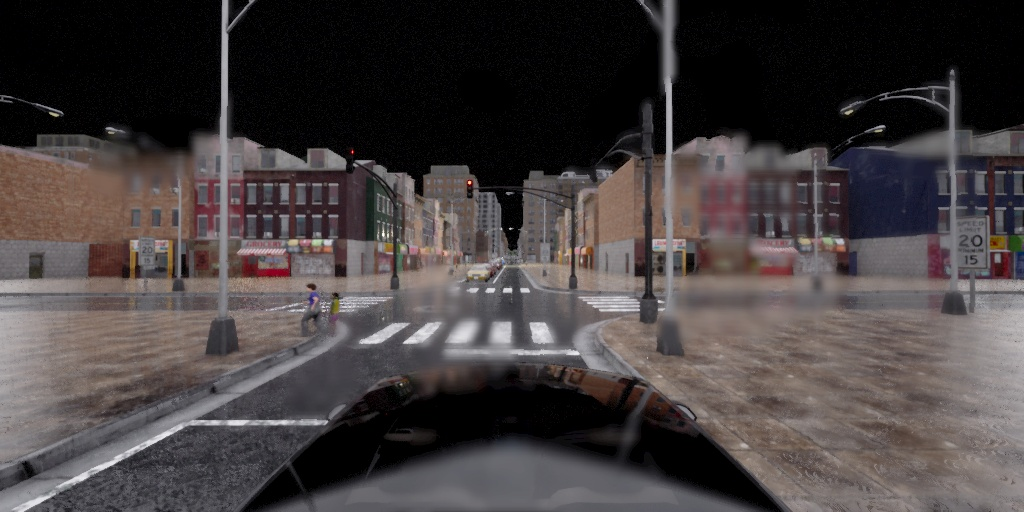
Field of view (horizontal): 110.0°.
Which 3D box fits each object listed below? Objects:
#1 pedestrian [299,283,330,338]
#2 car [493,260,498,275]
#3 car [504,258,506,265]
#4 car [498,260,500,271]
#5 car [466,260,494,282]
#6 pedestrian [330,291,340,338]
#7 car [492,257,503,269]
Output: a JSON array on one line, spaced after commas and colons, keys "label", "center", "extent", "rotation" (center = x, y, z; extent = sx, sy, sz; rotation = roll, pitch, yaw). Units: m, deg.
[{"label": "pedestrian", "center": [-4.452, 1.167, 8.076], "extent": [0.375, 1.300, 0.375], "rotation": [0, 0, 0]}, {"label": "car", "center": [-2.638, 1.320, 34.486], "extent": [1.888, 1.381, 4.507], "rotation": [0, 0, 0]}, {"label": "car", "center": [-2.641, 1.154, 62.512], "extent": [2.192, 1.841, 5.009], "rotation": [0, 0, 0]}, {"label": "car", "center": [-2.639, 1.367, 40.091], "extent": [1.802, 1.307, 4.207], "rotation": [0, 0, 0]}, {"label": "car", "center": [-2.638, 1.292, 28.712], "extent": [1.751, 1.417, 4.829], "rotation": [0, 0, 0]}, {"label": "pedestrian", "center": [-4.287, 1.425, 8.689], "extent": [0.500, 1.100, 0.500], "rotation": [0, 0, 0]}, {"label": "car", "center": [-2.640, 1.249, 51.302], "extent": [1.967, 1.591, 4.097], "rotation": [0, 0, 0]}]
